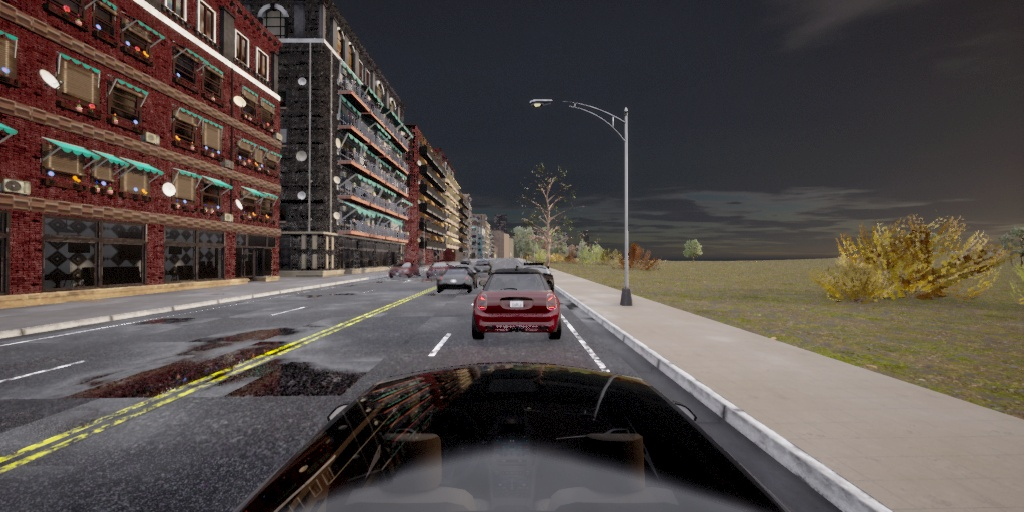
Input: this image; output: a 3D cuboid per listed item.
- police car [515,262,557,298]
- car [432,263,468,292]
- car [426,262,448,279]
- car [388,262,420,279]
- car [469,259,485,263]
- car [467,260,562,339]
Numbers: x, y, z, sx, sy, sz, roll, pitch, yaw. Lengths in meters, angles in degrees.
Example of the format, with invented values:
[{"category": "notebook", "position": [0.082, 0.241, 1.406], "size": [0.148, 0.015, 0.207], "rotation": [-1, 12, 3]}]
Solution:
[{"category": "police car", "position": [1.173, 1.178, 19.680], "size": [1.930, 1.638, 5.238], "rotation": [0, 0, 0]}, {"category": "car", "position": [-3.112, 1.316, 21.134], "size": [1.994, 1.385, 4.181], "rotation": [0, 0, 0]}, {"category": "car", "position": [-6.538, 1.278, 32.917], "size": [1.812, 1.442, 4.674], "rotation": [0, 0, 0]}, {"category": "car", "position": [-9.788, 1.278, 32.904], "size": [1.812, 1.442, 4.674], "rotation": [0, 0, 0]}, {"category": "car", "position": [-3.074, 1.245, 38.909], "size": [2.128, 1.511, 4.902], "rotation": [0, 0, 0]}, {"category": "car", "position": [0.112, 1.103, 10.184], "size": [2.097, 1.767, 4.553], "rotation": [0, 0, 0]}]
